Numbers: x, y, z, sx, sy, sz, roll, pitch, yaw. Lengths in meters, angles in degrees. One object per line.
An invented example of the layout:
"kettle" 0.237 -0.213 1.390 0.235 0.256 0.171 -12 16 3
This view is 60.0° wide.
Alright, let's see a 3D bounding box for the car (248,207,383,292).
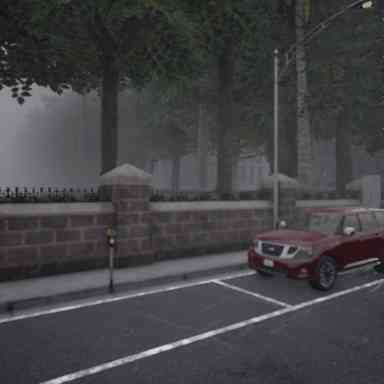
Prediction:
"car" 3.848 1.362 9.281 5.009 1.841 2.192 0 0 -36
